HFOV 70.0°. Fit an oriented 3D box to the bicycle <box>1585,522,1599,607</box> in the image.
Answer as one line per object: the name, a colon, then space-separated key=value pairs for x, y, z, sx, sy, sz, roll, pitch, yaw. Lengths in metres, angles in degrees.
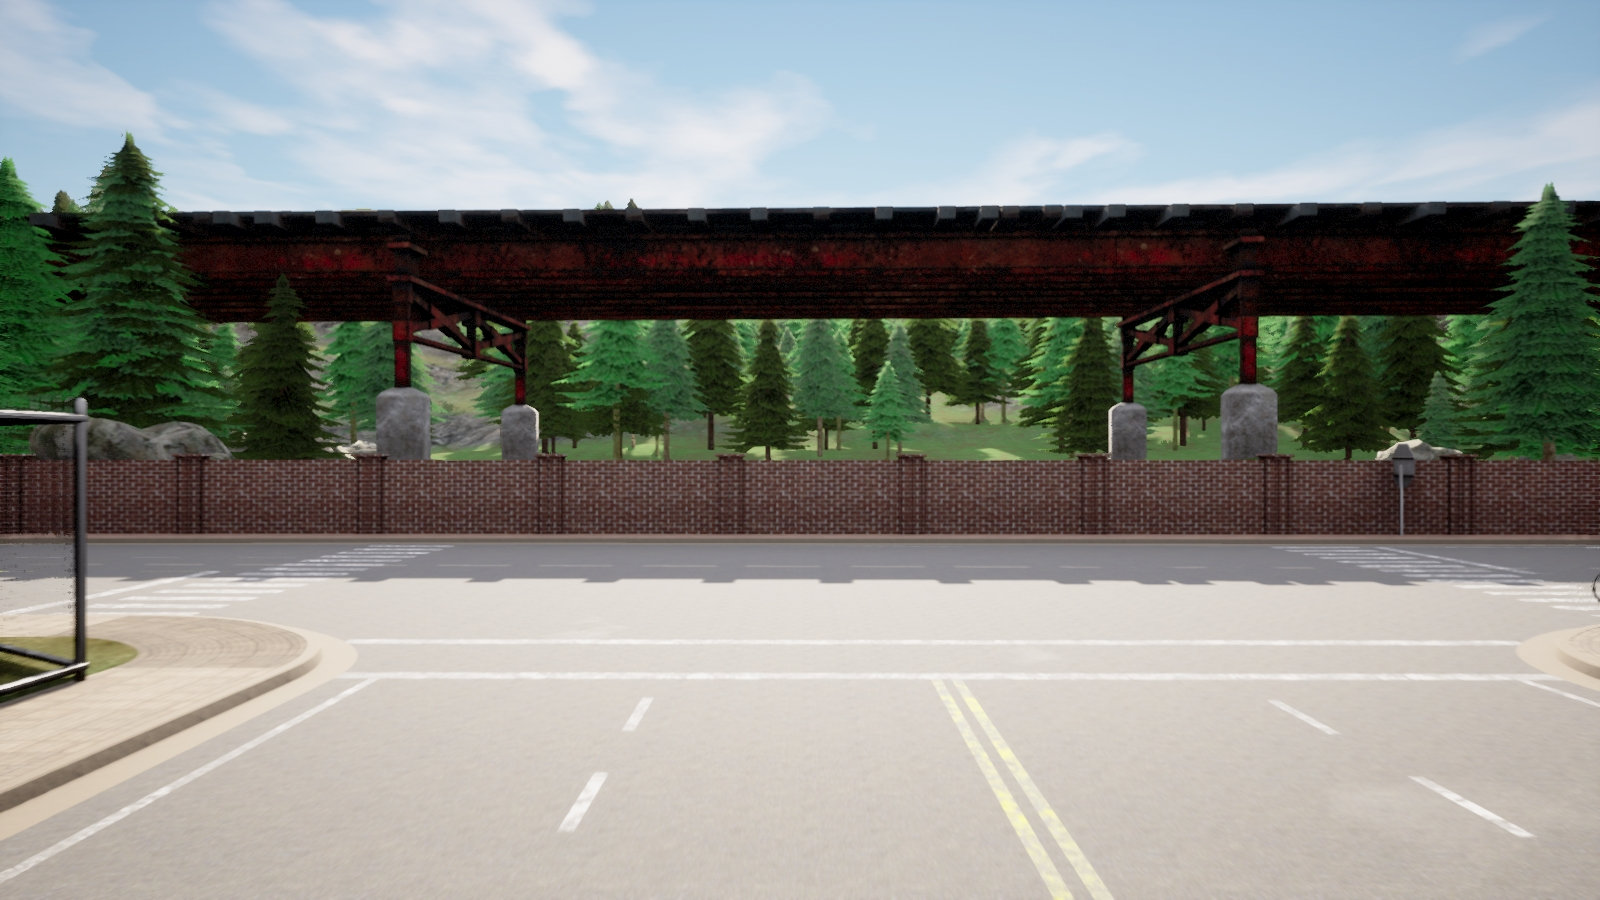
bicycle: x=15.033 y=2.055 z=20.507 sx=1.643 sy=1.496 sz=0.373 roll=0 pitch=0 yaw=-1
